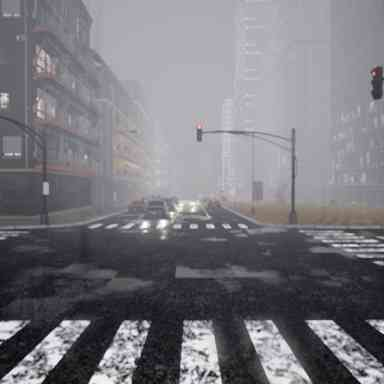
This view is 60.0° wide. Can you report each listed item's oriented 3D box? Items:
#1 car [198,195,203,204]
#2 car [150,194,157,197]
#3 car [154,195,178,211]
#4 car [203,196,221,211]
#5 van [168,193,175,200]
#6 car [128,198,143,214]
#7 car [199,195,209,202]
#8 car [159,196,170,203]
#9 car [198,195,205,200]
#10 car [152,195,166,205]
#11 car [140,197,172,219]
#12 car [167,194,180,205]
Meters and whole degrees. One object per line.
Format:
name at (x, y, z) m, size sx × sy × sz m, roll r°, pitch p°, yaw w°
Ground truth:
car at (2.666, 1.525, 63.794) m, size 2.008 × 1.369 × 4.403 m, roll -1°, pitch 0°, yaw 0°
car at (-5.689, 1.419, 41.143) m, size 1.967 × 1.590 × 4.097 m, roll -1°, pitch 0°, yaw 0°
car at (-3.083, 1.457, 39.870) m, size 1.882 × 1.535 × 5.008 m, roll 0°, pitch 0°, yaw 0°
car at (2.659, 1.524, 41.198) m, size 1.887 × 1.381 × 4.507 m, roll -1°, pitch 0°, yaw 0°
van at (-5.675, 1.313, 91.983) m, size 1.690 × 1.788 × 3.998 m, roll -1°, pitch 0°, yaw 0°
car at (-5.689, 1.526, 35.494) m, size 1.887 × 1.381 × 4.507 m, roll -1°, pitch 0°, yaw 0°
car at (2.670, 1.517, 75.092) m, size 1.887 × 1.381 × 4.507 m, roll -1°, pitch 0°, yaw 0°
car at (-5.679, 1.555, 69.388) m, size 1.802 × 1.307 × 4.206 m, roll -1°, pitch 0°, yaw 0°
car at (2.674, 1.497, 92.209) m, size 1.752 × 1.417 × 4.829 m, roll -1°, pitch 0°, yaw 0°
car at (-5.684, 1.415, 58.090) m, size 1.967 × 1.590 × 4.097 m, roll -1°, pitch 0°, yaw 0°
car at (-3.090, 1.488, 29.463) m, size 1.837 × 1.490 × 4.892 m, roll 0°, pitch 0°, yaw 0°
car at (-3.061, 1.501, 54.174) m, size 1.812 × 1.442 × 4.674 m, roll 0°, pitch 0°, yaw 0°
